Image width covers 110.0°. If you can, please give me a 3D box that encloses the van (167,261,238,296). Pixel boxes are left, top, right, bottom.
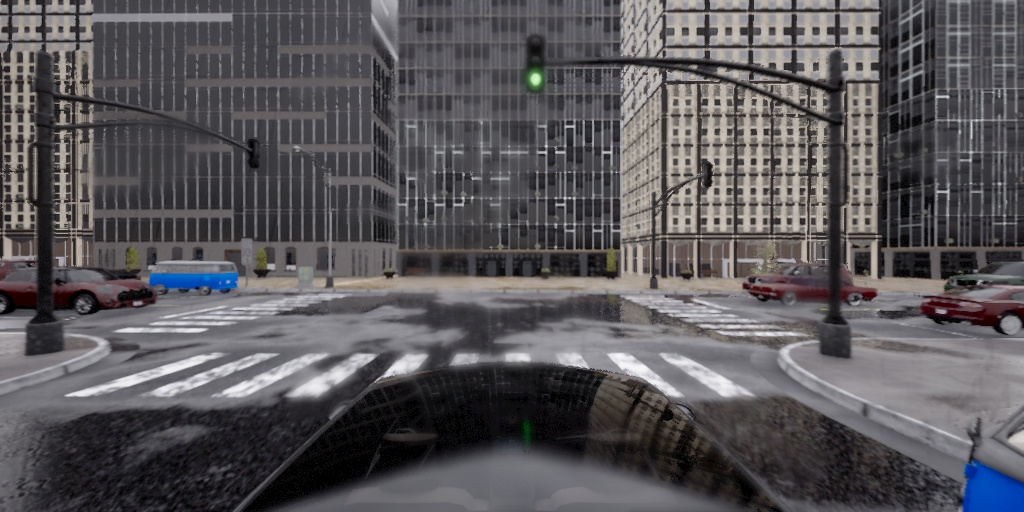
[{"bbox_3d":[-17.166,1.169,19.364,3.998,1.789,1.690,0,0,0],"label":"van"}]

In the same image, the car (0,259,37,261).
[{"bbox_3d":[-28.212,1.094,19.424,5.009,1.841,2.192,0,0,0],"label":"car"}]

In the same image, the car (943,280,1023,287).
[{"bbox_3d":[15.177,1.548,10.810,4.507,1.381,1.888,0,0,0],"label":"car"}]

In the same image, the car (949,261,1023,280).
[{"bbox_3d":[23.623,1.257,16.549,5.566,2.045,2.150,0,0,0],"label":"car"}]

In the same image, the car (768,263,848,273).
[{"bbox_3d":[15.223,1.302,19.190,5.009,1.841,2.192,0,0,0],"label":"car"}]

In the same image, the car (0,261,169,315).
[{"bbox_3d":[-16.369,1.194,13.567,4.553,1.767,2.097,0,0,0],"label":"car"}]

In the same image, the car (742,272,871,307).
[{"bbox_3d":[13.706,1.585,16.600,4.718,1.301,1.895,0,0,0],"label":"car"}]
